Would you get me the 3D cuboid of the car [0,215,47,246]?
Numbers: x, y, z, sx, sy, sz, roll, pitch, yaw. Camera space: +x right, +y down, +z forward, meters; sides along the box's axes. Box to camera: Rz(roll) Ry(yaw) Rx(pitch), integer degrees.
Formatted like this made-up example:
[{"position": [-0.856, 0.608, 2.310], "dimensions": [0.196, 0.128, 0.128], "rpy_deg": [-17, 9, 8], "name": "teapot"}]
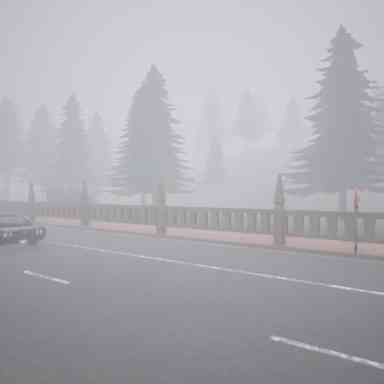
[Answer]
[{"position": [-8.293, 1.614, 14.084], "dimensions": [4.718, 1.301, 1.895], "rpy_deg": [0, 0, 35], "name": "car"}]
